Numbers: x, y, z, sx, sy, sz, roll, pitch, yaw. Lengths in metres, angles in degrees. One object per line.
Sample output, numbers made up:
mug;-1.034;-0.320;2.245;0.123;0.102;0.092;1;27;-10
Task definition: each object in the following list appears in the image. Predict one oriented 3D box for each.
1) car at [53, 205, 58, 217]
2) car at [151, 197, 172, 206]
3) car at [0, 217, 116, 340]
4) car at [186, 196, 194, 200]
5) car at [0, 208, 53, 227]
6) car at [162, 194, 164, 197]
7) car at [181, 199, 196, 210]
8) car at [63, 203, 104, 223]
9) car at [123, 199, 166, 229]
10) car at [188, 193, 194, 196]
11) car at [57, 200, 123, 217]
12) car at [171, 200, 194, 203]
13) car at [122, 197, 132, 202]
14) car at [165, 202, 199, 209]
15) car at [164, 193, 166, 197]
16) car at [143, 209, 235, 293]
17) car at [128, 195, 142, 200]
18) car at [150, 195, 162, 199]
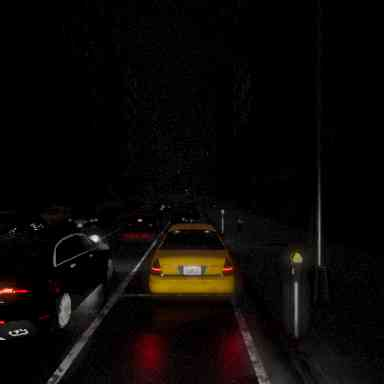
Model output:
car;-8.408;1.525;20.611;1.752;1.417;4.829;0;0;0
car;-2.921;1.542;35.942;2.033;1.411;5.357;0;0;0
car;-2.923;1.504;6.676;1.837;1.490;4.892;0;0;0
car;-0.383;1.519;37.181;1.752;1.417;4.829;0;0;0
car;-8.408;1.566;15.368;1.947;1.339;4.313;0;0;0
car;-8.408;1.510;79.763;1.887;1.381;4.507;0;0;0
car;-0.383;1.572;42.423;1.802;1.307;4.206;0;0;0
car;-8.408;1.581;26.194;1.802;1.307;4.206;0;0;0
car;-3.020;1.477;21.761;1.882;1.535;5.008;0;0;0
car;-0.382;1.395;90.663;1.967;1.590;4.097;0;0;0
car;-5.870;1.491;19.873;2.128;1.511;4.902;0;0;0
car;-0.383;1.565;26.185;1.947;1.339;4.313;0;0;0
car;-8.408;1.545;37.020;2.008;1.369;4.403;0;0;0
car;-0.383;1.565;20.772;1.947;1.339;4.313;0;0;0
car;-8.408;1.486;85.046;1.752;1.417;4.829;0;0;0
car;0.004;1.457;8.840;1.801;1.575;5.366;0;0;0
car;-8.408;1.302;47.845;2.192;1.841;5.009;0;0;0
car;-8.408;1.520;74.308;2.008;1.369;4.403;0;0;0
